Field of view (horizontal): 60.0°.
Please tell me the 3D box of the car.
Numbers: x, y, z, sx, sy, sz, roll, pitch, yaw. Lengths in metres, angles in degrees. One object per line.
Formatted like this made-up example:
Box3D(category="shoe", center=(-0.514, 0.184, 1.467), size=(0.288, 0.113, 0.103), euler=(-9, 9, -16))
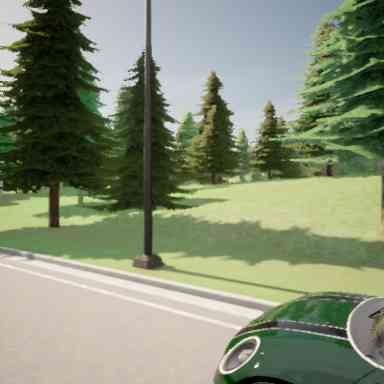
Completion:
Box3D(category="car", center=(2.376, 1.354, 2.296), size=(4.553, 1.767, 2.097), euler=(0, 0, 35))
